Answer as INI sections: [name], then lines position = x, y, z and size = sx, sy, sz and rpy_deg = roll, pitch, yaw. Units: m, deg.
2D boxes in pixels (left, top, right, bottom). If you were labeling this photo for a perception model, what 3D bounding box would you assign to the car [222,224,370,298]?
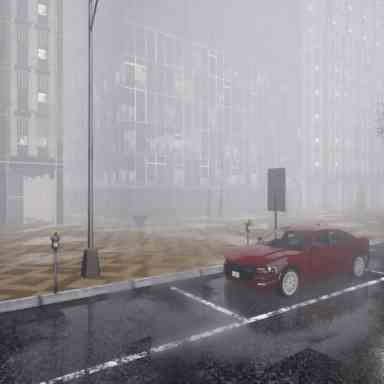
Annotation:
[car]
position = 2.783, 1.545, 8.523
size = 4.507, 1.381, 1.887
rpy_deg = 0, 0, -35
